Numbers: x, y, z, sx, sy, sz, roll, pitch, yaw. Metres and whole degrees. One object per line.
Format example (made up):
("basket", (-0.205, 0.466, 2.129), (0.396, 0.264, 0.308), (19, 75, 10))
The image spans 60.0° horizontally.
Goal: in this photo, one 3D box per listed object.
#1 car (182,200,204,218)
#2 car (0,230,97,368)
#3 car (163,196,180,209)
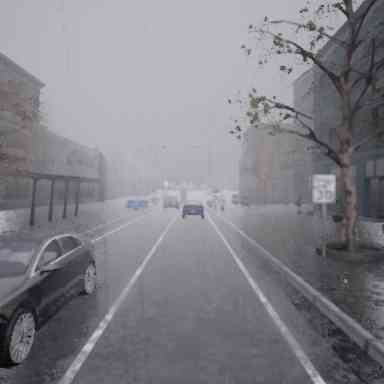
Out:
("car", (0.102, 1.512, 30.728), (1.882, 1.535, 5.008), (0, -1, 0))
("car", (-3.100, 1.491, 5.813), (2.128, 1.511, 4.902), (0, 0, 0))
("car", (-2.998, 1.564, 49.210), (2.150, 2.045, 5.566), (0, 0, 0))
